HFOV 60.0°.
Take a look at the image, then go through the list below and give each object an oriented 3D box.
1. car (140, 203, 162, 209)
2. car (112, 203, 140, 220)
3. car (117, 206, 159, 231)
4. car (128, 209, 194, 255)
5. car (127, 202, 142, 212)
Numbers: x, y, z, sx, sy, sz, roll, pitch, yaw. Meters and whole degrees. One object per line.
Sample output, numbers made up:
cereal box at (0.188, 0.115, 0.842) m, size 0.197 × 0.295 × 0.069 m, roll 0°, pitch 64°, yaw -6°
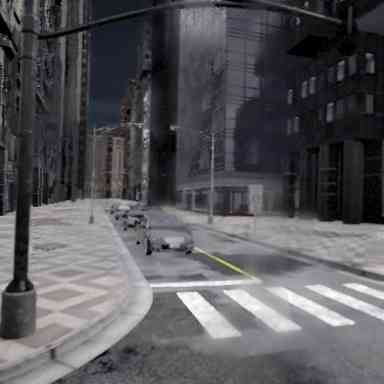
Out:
car at (-4.028, 2.151, 35.351) m, size 1.994 × 1.385 × 4.181 m, roll 2°, pitch -1°, yaw -15°
car at (-6.578, 1.989, 32.731) m, size 1.812 × 1.442 × 4.674 m, roll 2°, pitch -1°, yaw -16°
car at (-3.830, 1.893, 23.136) m, size 1.994 × 1.385 × 4.181 m, roll 2°, pitch -1°, yaw -16°
car at (-1.301, 1.695, 14.313) m, size 2.128 × 1.511 × 4.902 m, roll 2°, pitch -1°, yaw -16°
car at (-9.322, 2.404, 53.794) m, size 1.895 × 1.301 × 4.718 m, roll 2°, pitch -1°, yaw -16°
